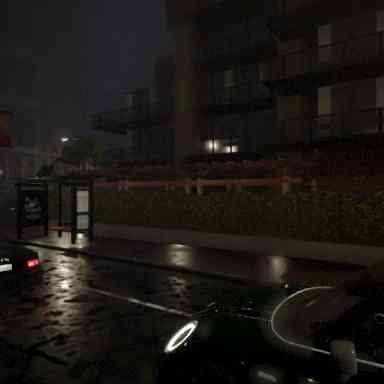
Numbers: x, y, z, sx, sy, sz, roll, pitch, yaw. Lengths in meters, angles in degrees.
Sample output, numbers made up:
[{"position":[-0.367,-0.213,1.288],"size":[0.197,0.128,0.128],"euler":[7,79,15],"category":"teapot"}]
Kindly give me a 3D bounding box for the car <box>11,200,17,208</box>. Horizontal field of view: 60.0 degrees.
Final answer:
[{"position":[-22.065,1.505,46.547],"size":[1.837,1.490,4.892],"euler":[0,0,36],"category":"car"}]

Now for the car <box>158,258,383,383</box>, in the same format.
[{"position":[1.882,1.352,2.662],"size":[4.553,1.767,2.097],"euler":[0,0,35],"category":"car"}]

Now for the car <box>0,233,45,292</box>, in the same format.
[{"position":[-5.735,1.547,8.039],"size":[5.357,1.411,2.033],"euler":[0,0,36],"category":"car"}]

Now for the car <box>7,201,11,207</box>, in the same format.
[{"position":[-24.563,1.477,49.090],"size":[1.882,1.535,5.008],"euler":[0,0,35],"category":"car"}]
